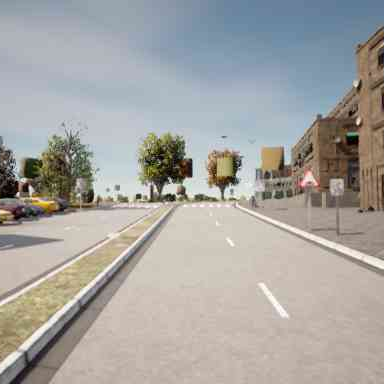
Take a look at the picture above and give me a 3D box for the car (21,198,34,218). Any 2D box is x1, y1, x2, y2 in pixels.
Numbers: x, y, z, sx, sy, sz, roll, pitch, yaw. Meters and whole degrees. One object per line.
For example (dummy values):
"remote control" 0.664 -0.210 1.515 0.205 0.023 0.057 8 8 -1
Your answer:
"car" -14.417 1.350 23.862 4.792 1.488 2.163 0 0 0

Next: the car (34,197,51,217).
"car" -14.390 1.290 26.613 4.892 1.521 2.231 0 1 0

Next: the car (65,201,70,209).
"car" -14.368 1.224 32.120 4.892 1.521 2.231 0 1 0

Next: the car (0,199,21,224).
"car" -14.207 1.342 21.102 5.366 1.575 1.946 0 0 0

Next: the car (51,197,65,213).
"car" -14.374 1.257 29.366 5.008 1.535 2.097 0 1 0
